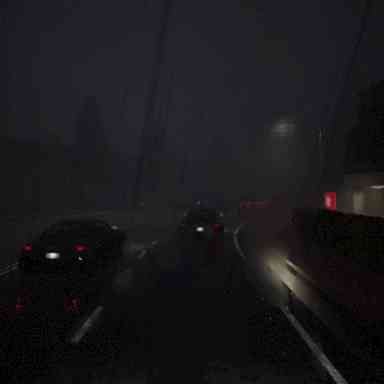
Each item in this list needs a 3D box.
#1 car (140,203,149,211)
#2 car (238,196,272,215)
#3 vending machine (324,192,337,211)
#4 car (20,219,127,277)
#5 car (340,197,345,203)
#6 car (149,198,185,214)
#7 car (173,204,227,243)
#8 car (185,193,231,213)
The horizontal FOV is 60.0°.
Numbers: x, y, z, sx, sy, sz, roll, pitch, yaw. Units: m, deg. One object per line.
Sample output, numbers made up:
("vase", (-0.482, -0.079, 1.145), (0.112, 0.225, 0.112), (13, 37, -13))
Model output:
("car", (-3.578, 1.418, 36.459), (1.895, 1.301, 4.718), (0, 0, 31))
("car", (6.105, 1.193, 31.809), (2.097, 1.767, 4.553), (0, 0, 30))
("vending machine", (15.323, 1.011, 36.875), (0.880, 2.100, 1.100), (0, 0, -44))
("car", (-3.330, 1.513, 10.123), (1.994, 1.385, 4.181), (0, 0, 2))
("car", (29.353, 1.198, 60.647), (4.892, 1.490, 1.837), (-1, 0, -14))
("car", (-1.700, 1.328, 32.520), (2.128, 1.511, 4.902), (0, 0, 28))
("car", (0.541, 1.486, 15.622), (1.994, 1.385, 4.181), (0, 0, 6))
("car", (1.820, 1.064, 31.501), (2.150, 2.045, 5.566), (0, 0, 28))
